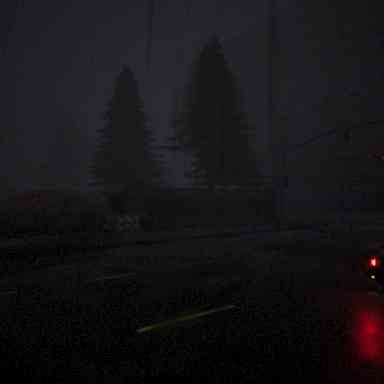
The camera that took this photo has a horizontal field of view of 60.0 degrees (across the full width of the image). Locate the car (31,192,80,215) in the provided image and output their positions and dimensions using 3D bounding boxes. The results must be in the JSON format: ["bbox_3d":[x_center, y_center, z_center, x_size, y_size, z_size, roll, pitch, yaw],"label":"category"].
[{"bbox_3d":[-11.012,1.195,28.758,4.605,1.855,1.932,0,0,-35],"label":"car"}]

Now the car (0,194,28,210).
[{"bbox_3d":[-26.113,1.413,47.293,4.193,1.474,1.816,0,0,-35],"label":"car"}]

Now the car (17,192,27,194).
[{"bbox_3d":[-27.397,1.225,49.813,3.866,1.878,1.905,0,0,-35],"label":"car"}]

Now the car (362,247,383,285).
[{"bbox_3d":[6.324,1.630,8.296,4.718,1.301,1.895,0,0,-35],"label":"car"}]

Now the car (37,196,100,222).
[{"bbox_3d":[-8.979,1.362,24.711,3.988,1.617,1.851,0,0,-35],"label":"car"}]
